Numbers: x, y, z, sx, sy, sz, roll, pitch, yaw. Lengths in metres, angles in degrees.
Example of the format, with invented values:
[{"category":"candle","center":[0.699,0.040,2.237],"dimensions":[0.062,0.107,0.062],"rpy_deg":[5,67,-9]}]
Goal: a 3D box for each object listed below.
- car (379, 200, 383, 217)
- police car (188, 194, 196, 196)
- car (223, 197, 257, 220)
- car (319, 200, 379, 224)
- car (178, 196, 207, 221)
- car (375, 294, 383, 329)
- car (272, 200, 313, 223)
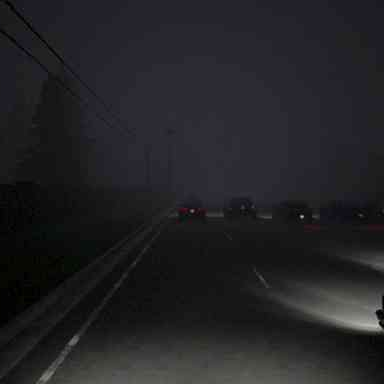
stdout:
[{"category":"car","center":[14.104,1.347,25.752],"dimensions":[2.033,1.411,5.357],"rpy_deg":[0,0,0]},{"category":"police car","center":[0.012,1.129,48.292],"dimensions":[2.038,1.542,4.974],"rpy_deg":[0,0,0]},{"category":"car","center":[3.604,1.152,25.831],"dimensions":[2.097,1.767,4.553],"rpy_deg":[0,0,0]},{"category":"car","center":[10.603,1.296,23.354],"dimensions":[1.882,1.535,5.008],"rpy_deg":[0,0,0]},{"category":"car","center":[0.042,1.312,25.123],"dimensions":[2.163,1.488,4.792],"rpy_deg":[0,0,1]},{"category":"car","center":[3.600,1.528,2.373],"dimensions":[2.033,1.411,5.357],"rpy_deg":[0,0,0]},{"category":"car","center":[7.102,1.319,23.914],"dimensions":[1.837,1.490,4.892],"rpy_deg":[0,0,0]}]
